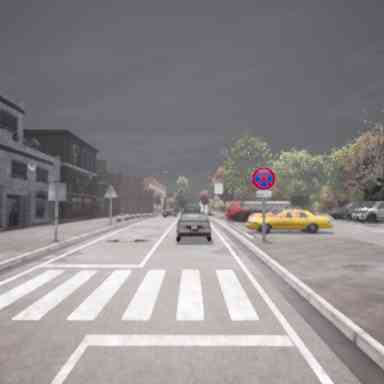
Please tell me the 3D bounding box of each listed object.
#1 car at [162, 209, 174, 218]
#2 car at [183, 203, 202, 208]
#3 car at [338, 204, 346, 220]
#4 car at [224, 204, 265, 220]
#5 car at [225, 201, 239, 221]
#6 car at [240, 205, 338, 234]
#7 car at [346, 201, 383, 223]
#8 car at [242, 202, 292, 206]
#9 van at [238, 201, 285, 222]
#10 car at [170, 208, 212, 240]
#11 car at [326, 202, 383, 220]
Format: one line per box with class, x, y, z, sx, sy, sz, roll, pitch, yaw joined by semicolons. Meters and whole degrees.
car;-3.390;3.218;50.617;1.994;1.385;4.181;0;-4;0
car;0.019;2.381;41.907;2.150;2.045;5.566;0;-3;0
car;18.445;2.269;34.764;4.892;1.521;2.231;0;-2;-1
car;6.157;2.331;39.458;4.553;1.767;2.185;0;-2;-1
car;6.225;1.964;33.515;5.566;2.045;2.435;0;-2;-1
car;6.108;1.819;21.365;5.366;1.575;1.946;0;-2;0
car;18.455;1.908;31.983;5.566;2.045;2.435;0;-2;-1
car;6.303;1.777;24.286;4.553;1.767;2.185;0;-2;0
van;6.365;1.774;27.326;4.442;1.987;1.878;0;-2;0
car;0.084;1.818;18.491;2.033;1.411;5.357;0;-1;0
car;18.391;2.125;37.441;5.566;2.045;2.435;0;-2;-1
